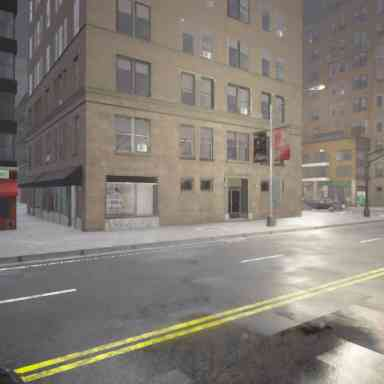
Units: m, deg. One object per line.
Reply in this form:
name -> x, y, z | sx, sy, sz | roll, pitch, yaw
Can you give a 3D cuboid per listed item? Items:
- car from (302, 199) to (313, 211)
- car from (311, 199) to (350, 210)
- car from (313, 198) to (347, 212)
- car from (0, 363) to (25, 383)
car -> 11.517, 1.420, 39.014 | 1.967, 1.590, 4.097 | 0, 0, -35
car -> 18.072, 1.576, 43.641 | 1.947, 1.339, 4.313 | 0, 0, -35
car -> 15.159, 1.482, 38.251 | 2.128, 1.511, 4.902 | 0, 0, -35
car -> -3.143, 1.526, 1.200 | 4.674, 1.442, 1.812 | 0, 0, -36
